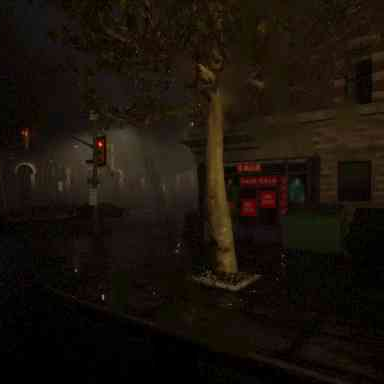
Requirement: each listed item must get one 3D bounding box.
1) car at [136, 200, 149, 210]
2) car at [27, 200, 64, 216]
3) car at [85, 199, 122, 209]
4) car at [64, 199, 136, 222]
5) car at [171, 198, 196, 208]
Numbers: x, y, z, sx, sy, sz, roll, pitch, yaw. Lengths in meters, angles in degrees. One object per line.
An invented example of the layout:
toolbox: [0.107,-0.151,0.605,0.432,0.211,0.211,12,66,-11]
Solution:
car: [-7.440,1.601,40.004,1.895,1.301,4.718,0,0,36]
car: [-13.334,1.526,31.926,1.812,1.442,4.674,0,0,36]
car: [-11.918,1.595,45.144,1.895,1.301,4.718,0,0,36]
car: [-7.164,1.477,26.460,1.882,1.535,5.008,0,0,36]
car: [-1.368,1.547,48.282,2.033,1.411,5.357,0,0,36]
